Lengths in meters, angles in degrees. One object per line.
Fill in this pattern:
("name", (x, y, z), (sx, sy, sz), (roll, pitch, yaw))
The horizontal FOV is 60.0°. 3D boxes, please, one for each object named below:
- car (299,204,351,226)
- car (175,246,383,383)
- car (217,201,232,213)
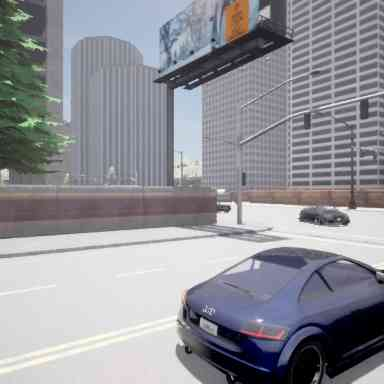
("car", (9.180, 1.565, 23.260), (1.994, 1.385, 4.181), (0, 0, -7))
("car", (1.837, 1.564, 5.099), (4.181, 1.385, 1.994), (0, 0, -35))
("car", (2.238, 1.601, 36.455), (1.895, 1.301, 4.718), (0, 0, -35))
